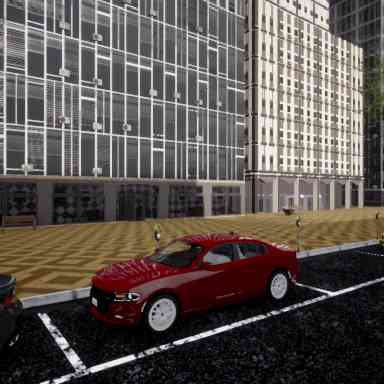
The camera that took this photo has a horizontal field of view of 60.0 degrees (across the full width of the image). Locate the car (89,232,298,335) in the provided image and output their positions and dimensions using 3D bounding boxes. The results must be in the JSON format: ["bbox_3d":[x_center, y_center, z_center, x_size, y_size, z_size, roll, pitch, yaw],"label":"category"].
[{"bbox_3d":[0.244,1.545,6.726,4.507,1.381,1.887,0,0,-35],"label":"car"}]

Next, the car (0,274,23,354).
[{"bbox_3d":[-4.265,1.551,3.520,4.403,1.369,2.008,0,0,-35],"label":"car"}]

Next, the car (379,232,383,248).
[{"bbox_3d":[9.125,1.529,13.038,4.829,1.417,1.752,0,0,-35],"label":"car"}]
